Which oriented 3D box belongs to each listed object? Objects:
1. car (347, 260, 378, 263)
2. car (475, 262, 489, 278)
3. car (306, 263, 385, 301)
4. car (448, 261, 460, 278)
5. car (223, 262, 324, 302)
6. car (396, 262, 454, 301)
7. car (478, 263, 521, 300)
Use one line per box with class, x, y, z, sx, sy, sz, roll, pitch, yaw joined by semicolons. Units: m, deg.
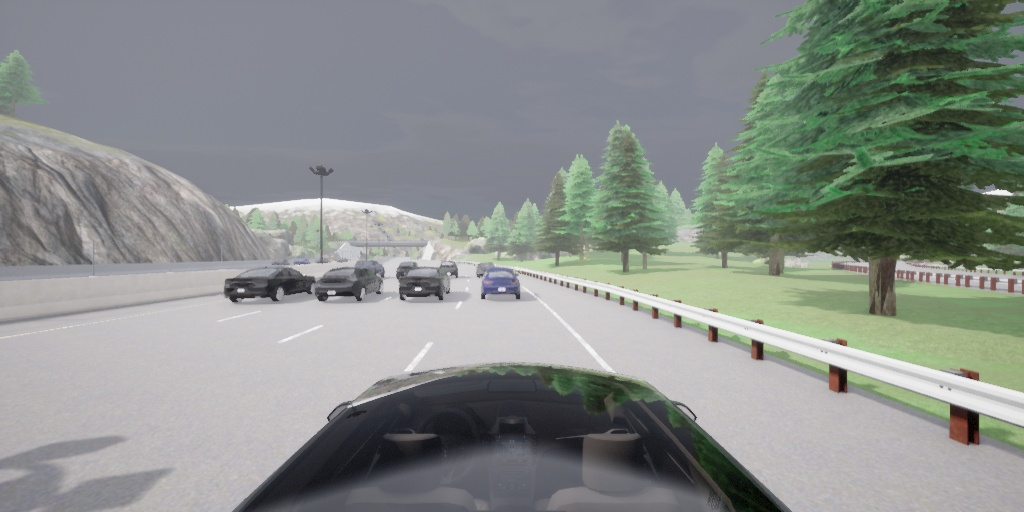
car;-12.813;1.113;32.146;2.097;1.767;4.553;0;0;-9
car;-2.437;1.311;33.753;2.033;1.411;5.357;0;0;-9
car;-7.590;1.263;17.145;1.837;1.490;4.892;0;0;-4
car;-5.897;1.242;33.227;2.128;1.511;4.902;0;0;-9
car;-11.080;1.232;16.881;1.882;1.535;5.008;0;0;-4
car;-4.100;1.232;17.409;1.882;1.535;5.008;0;0;-4
car;-0.610;1.280;17.673;1.812;1.442;4.674;0;0;-4
